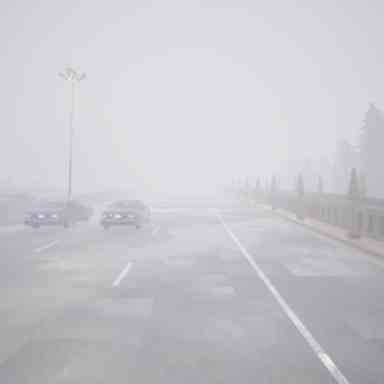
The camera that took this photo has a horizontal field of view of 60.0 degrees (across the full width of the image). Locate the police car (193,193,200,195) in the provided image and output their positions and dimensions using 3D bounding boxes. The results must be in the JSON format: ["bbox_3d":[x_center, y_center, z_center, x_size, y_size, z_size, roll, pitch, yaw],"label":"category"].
[{"bbox_3d":[1.074,0.962,83.589,1.930,1.638,5.238,0,-4,0],"label":"police car"}]

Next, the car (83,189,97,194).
[{"bbox_3d":[-20.980,0.092,68.416,2.128,1.511,4.902,0,-2,0],"label":"car"}]

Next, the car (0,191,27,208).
[{"bbox_3d":[-17.584,0.676,31.084,1.895,1.301,4.718,0,2,0],"label":"car"}]

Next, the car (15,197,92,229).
[{"bbox_3d":[-6.895,1.070,17.755,2.033,1.411,5.357,0,2,0],"label":"car"}]

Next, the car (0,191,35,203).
[{"bbox_3d":[-14.089,0.723,26.012,1.882,1.535,5.008,0,2,0],"label":"car"}]

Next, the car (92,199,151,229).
[{"bbox_3d":[-3.395,1.072,17.708,2.033,1.411,5.357,0,2,0],"label":"car"}]
